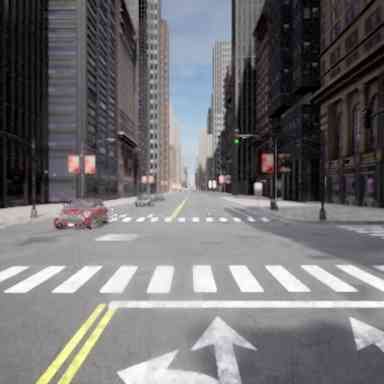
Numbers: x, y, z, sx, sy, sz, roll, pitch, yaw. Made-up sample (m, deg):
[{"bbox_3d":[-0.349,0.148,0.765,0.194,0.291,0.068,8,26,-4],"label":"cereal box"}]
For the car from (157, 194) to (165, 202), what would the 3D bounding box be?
[{"bbox_3d":[-6.490,1.188,66.566,2.033,1.411,5.357,0,0,0],"label":"car"}]

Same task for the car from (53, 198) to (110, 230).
[{"bbox_3d":[-6.580,1.207,20.356,2.097,1.767,4.553,0,0,1],"label":"car"}]

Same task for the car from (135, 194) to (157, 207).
[{"bbox_3d":[-6.493,1.084,45.412,2.097,1.767,4.553,0,0,0],"label":"car"}]
